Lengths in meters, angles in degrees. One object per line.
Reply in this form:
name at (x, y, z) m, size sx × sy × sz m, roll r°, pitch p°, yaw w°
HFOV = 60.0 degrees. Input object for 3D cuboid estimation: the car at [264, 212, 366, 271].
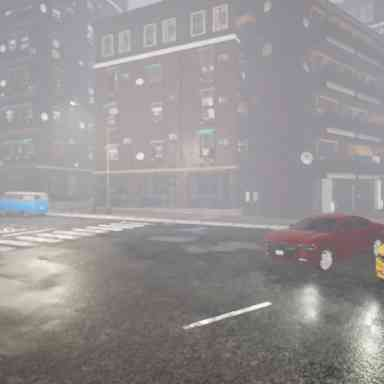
car at (4.515, 1.461, 11.029) m, size 5.008 × 1.535 × 1.882 m, roll 0°, pitch 0°, yaw -37°

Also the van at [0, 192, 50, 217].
van at (-12.464, 0.892, 24.706) m, size 3.998 × 1.788 × 1.690 m, roll 1°, pitch 0°, yaw 26°

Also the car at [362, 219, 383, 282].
car at (6.632, 1.458, 8.553) m, size 5.008 × 1.535 × 1.882 m, roll 0°, pitch 0°, yaw -37°
